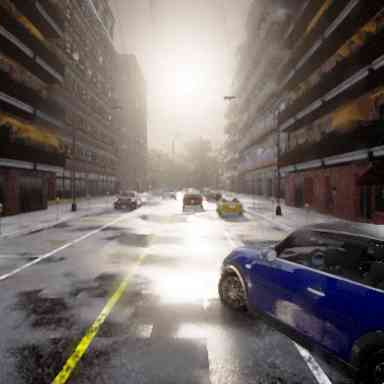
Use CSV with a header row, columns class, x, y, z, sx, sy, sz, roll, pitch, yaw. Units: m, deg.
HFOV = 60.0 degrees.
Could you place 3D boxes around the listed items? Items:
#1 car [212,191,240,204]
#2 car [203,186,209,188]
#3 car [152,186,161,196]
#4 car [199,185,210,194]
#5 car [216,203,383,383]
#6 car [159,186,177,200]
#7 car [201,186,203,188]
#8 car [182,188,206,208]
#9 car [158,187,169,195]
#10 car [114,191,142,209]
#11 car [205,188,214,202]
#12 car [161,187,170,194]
class,x,y,z,sx,sy,sz,roll,pitch,yaw
car,2.689,0.884,24.462,1.752,1.417,4.829,1,1,0
car,2.795,0.161,52.293,1.752,1.417,4.829,1,1,0
car,-5.857,0.045,57.716,2.008,1.369,4.403,1,1,0
car,2.779,-0.621,74.382,2.192,1.841,5.009,1,1,0
car,2.175,1.222,4.803,2.097,1.767,4.553,-1,2,-22
car,-3.091,0.334,45.576,1.812,1.442,4.674,0,1,0
car,0.050,0.264,46.977,2.128,1.511,4.902,0,1,0
car,0.069,0.646,31.738,1.882,1.535,5.008,0,2,0
car,-5.867,-0.228,68.849,1.947,1.339,4.313,1,1,0
car,-5.722,0.657,29.882,1.967,1.590,4.097,1,1,0
car,2.738,0.478,41.633,1.947,1.339,4.313,1,1,0
car,-5.871,-0.355,74.416,1.802,1.307,4.206,1,1,0
